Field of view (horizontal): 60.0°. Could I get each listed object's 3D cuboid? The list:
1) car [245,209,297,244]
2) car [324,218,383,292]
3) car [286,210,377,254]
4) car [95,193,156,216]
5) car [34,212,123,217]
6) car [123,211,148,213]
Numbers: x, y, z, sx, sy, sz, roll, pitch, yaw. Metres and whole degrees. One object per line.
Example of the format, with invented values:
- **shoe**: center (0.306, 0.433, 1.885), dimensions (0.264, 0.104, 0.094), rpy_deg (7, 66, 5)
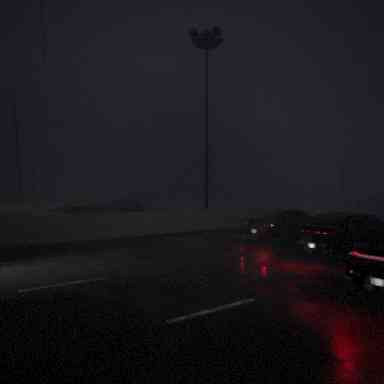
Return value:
- **car**: center (4.532, 1.502, 15.589), dimensions (4.674, 1.442, 1.812), rpy_deg (0, 0, -36)
- **car**: center (5.479, 1.475, 7.662), dimensions (4.902, 1.511, 2.128), rpy_deg (0, 0, -36)
- **car**: center (5.865, 1.482, 12.240), dimensions (4.892, 1.490, 1.837), rpy_deg (0, 0, -36)
- **car**: center (-6.660, 1.194, 33.646), dimensions (5.566, 2.045, 2.150), rpy_deg (0, 0, -36)
- **car**: center (-7.111, 1.466, 20.421), dimensions (5.008, 1.535, 1.882), rpy_deg (0, 0, -36)
- **car**: center (-6.017, 1.333, 25.504), dimensions (4.553, 1.767, 2.097), rpy_deg (0, 0, -36)
